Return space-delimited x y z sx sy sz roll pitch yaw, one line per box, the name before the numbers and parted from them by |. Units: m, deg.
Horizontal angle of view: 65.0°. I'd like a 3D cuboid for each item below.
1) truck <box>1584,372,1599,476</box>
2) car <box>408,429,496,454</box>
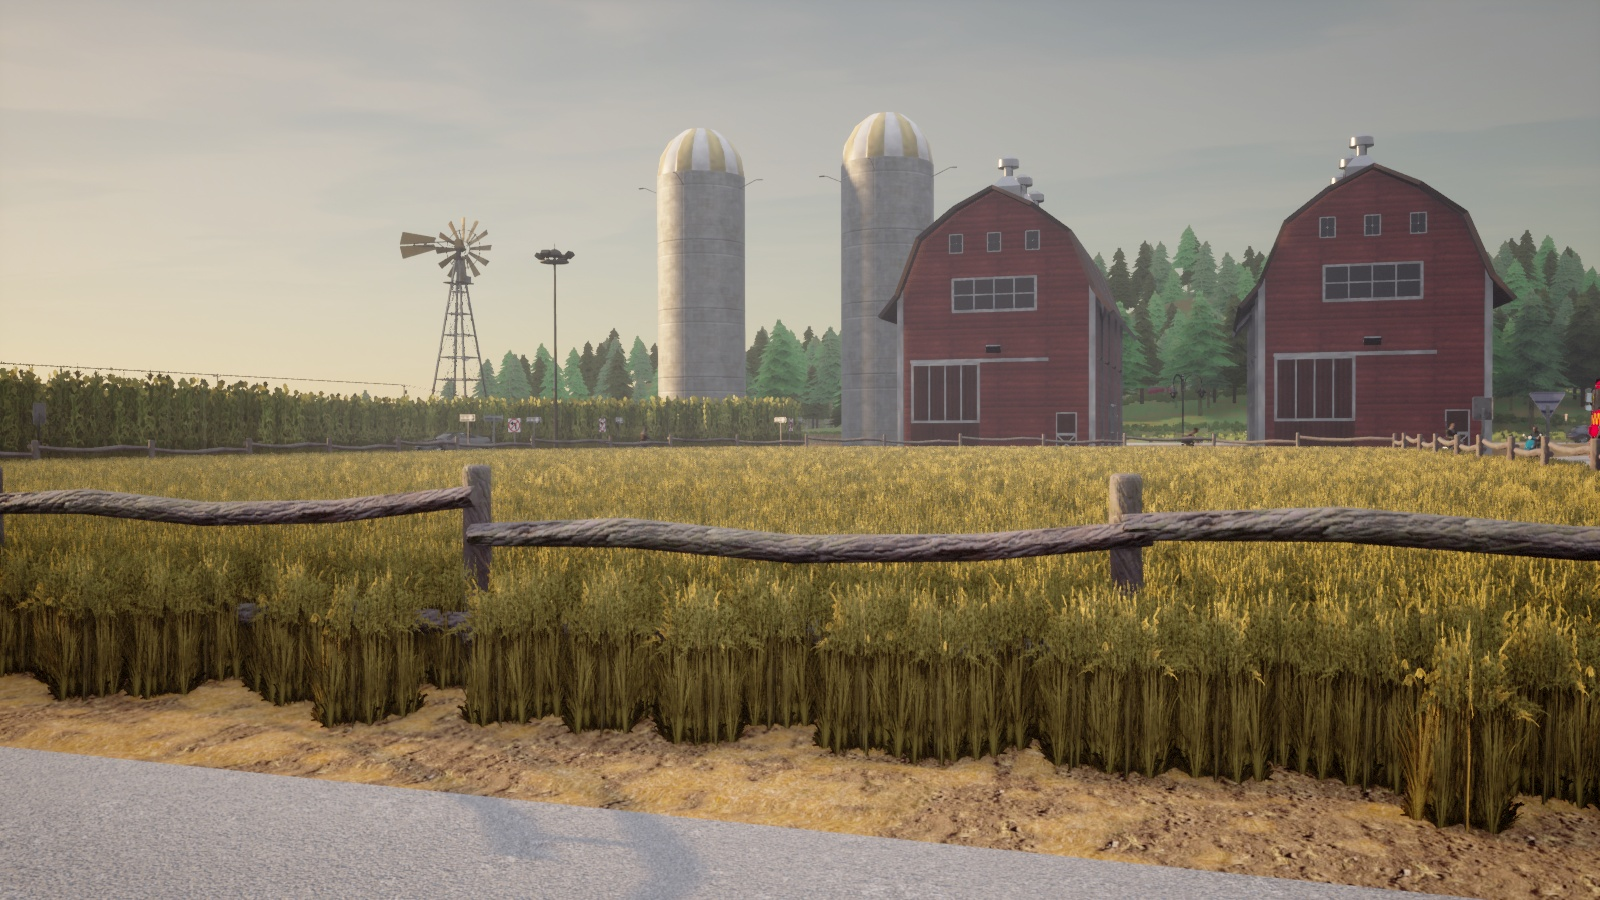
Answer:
truck | 30.183 -0.926 43.766 2.891 3.827 8.468 1 1 19
car | -21.809 -0.560 78.768 4.902 1.511 2.128 -1 1 -41
